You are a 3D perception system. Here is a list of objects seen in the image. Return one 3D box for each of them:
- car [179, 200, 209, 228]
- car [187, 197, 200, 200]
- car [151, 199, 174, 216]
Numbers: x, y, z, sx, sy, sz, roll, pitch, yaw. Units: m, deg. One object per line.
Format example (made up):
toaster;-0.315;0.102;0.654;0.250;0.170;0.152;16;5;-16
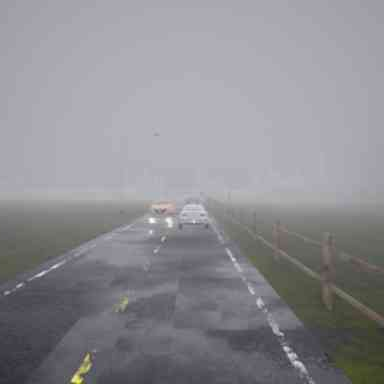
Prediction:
car;0.108;1.518;21.915;1.812;1.442;4.674;0;0;0
car;0.119;1.329;38.445;2.097;1.767;4.553;0;0;0
car;-2.817;1.462;31.971;1.882;1.535;5.008;0;0;0
